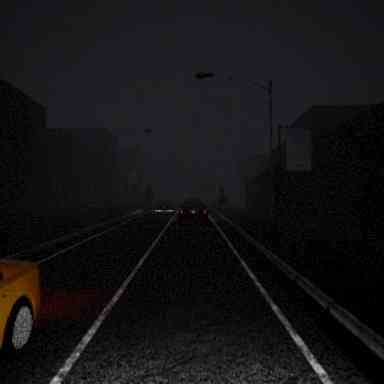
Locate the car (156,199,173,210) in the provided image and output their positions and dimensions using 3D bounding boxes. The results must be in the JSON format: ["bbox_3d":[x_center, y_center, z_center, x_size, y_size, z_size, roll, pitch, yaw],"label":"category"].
[{"bbox_3d":[-3.562,1.662,43.613,1.994,1.385,4.181,0,0,0],"label":"car"}]

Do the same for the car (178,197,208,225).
[{"bbox_3d":[0.085,1.385,24.556,2.097,1.767,4.553,0,0,0],"label":"car"}]

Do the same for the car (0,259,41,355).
[{"bbox_3d":[-3.314,1.481,3.251,1.882,1.535,5.008,0,0,0],"label":"car"}]

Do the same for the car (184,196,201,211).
[{"bbox_3d":[0.080,1.442,41.910,2.097,1.767,4.553,0,0,0],"label":"car"}]
